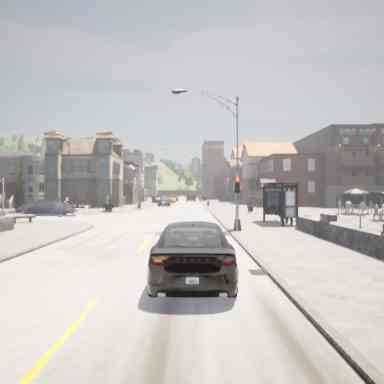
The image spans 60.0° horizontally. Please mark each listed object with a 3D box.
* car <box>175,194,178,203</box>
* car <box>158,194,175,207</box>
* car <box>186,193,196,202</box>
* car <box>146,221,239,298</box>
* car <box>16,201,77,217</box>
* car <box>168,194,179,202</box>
[{"bbox_3d":[-4.216,1.322,64.304,2.097,1.767,4.553,0,0,0],"label":"car"},{"bbox_3d":[-4.233,1.468,52.020,2.128,1.511,4.902,0,0,0],"label":"car"},{"bbox_3d":[-0.205,1.182,76.701,2.150,2.045,5.566,0,0,0],"label":"car"},{"bbox_3d":[0.027,1.474,8.575,1.882,1.535,5.008,0,0,0],"label":"car"},{"bbox_3d":[-13.648,1.533,31.284,5.357,1.411,2.033,0,0,9],"label":"car"},{"bbox_3d":[-4.204,1.320,76.183,2.097,1.767,4.553,0,0,0],"label":"car"}]
